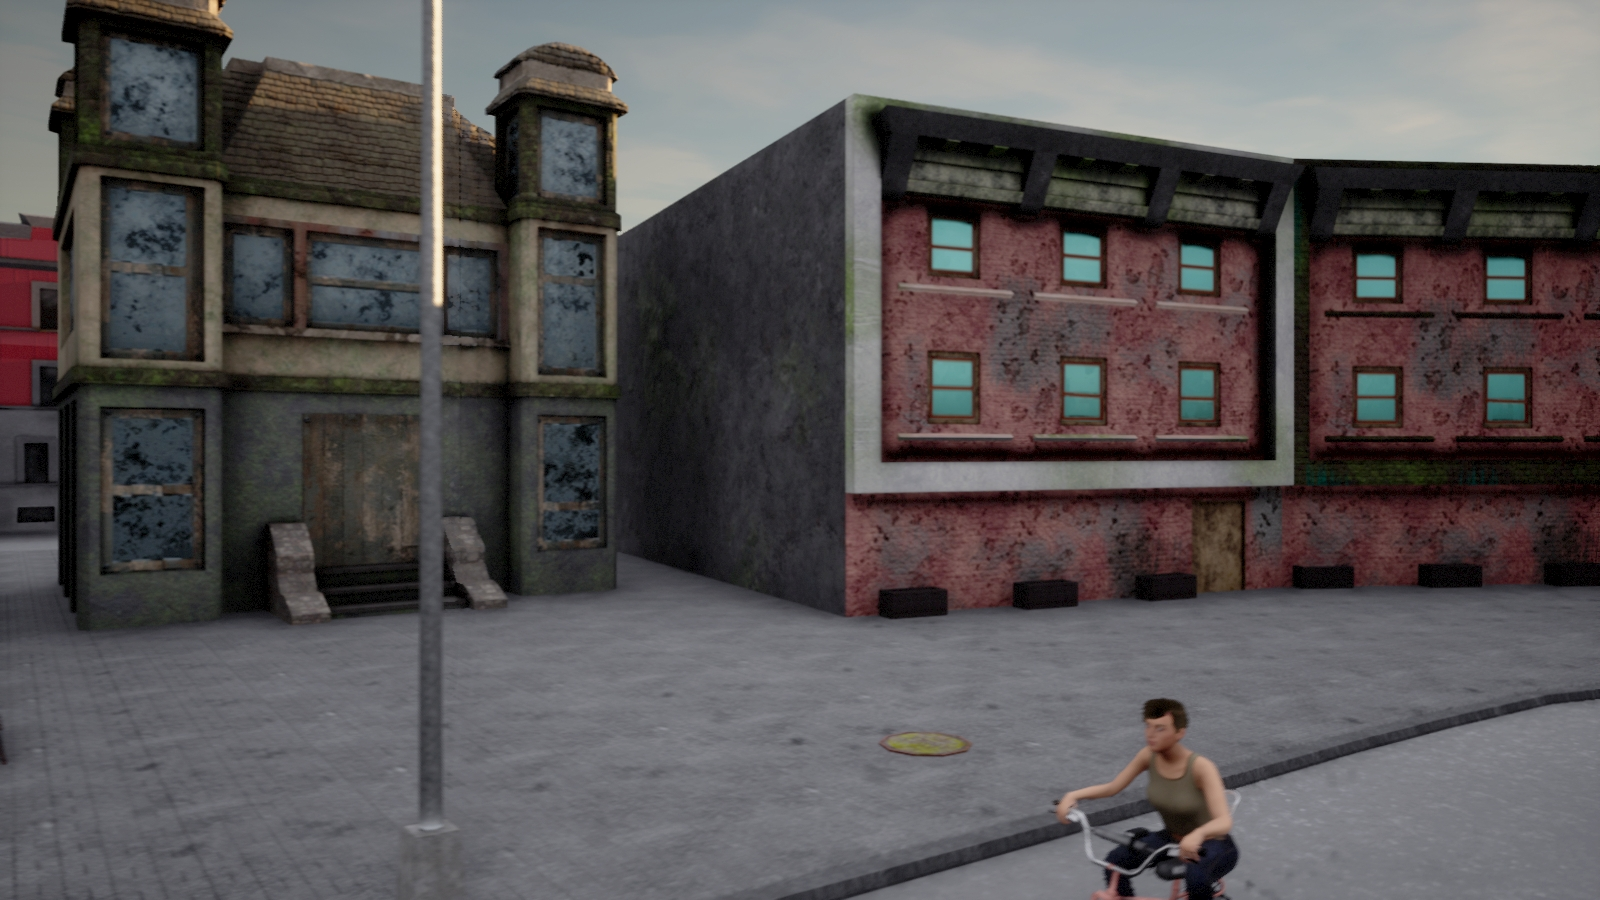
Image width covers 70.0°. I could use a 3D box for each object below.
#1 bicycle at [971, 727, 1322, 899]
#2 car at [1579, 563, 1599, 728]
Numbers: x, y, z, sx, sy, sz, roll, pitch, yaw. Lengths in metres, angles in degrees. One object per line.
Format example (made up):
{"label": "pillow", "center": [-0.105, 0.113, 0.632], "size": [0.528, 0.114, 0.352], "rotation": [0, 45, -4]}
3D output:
{"label": "bicycle", "center": [1.666, 2.034, 5.471], "size": [1.487, 1.080, 0.859], "rotation": [2, -1, -35]}
{"label": "car", "center": [9.348, 1.820, 10.429], "size": [3.633, 1.501, 1.845], "rotation": [0, 0, -18]}
